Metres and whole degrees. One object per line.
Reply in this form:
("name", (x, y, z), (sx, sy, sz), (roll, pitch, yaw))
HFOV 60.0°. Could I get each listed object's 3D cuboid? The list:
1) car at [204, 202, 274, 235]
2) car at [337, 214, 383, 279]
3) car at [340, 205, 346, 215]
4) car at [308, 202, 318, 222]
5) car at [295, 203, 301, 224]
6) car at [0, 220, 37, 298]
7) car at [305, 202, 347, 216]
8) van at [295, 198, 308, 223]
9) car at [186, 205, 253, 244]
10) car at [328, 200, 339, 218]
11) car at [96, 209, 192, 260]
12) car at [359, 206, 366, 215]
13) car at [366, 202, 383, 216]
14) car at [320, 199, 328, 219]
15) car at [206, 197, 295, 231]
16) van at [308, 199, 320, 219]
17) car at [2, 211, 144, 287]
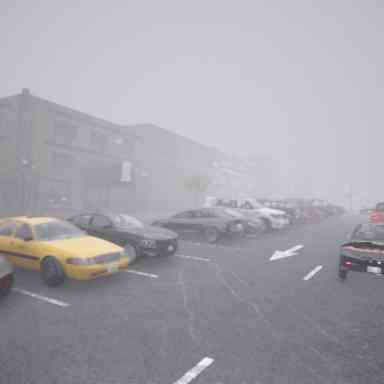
("car", (1.697, 1.578, 18.771), (4.892, 1.521, 2.231), (2, 0, 32))
("car", (5.640, 1.678, 9.934), (2.128, 1.511, 4.902), (2, 0, 33))
("car", (16.659, 1.917, 42.480), (5.566, 2.045, 2.435), (2, -1, 32))
("car", (7.662, 1.803, 28.268), (4.892, 1.521, 2.231), (2, 0, 32))
("car", (4.680, 1.689, 23.522), (5.008, 1.535, 2.097), (2, 0, 32))
("car", (-5.726, 1.354, 6.892), (4.792, 1.488, 2.163), (2, 0, 32))
("car", (18.115, 2.240, 44.864), (4.892, 1.521, 2.231), (2, -1, 32))
("van", (6.282, 1.522, 25.831), (4.442, 1.987, 1.878), (2, 0, 32))
("car", (0.188, 1.552, 16.415), (4.792, 1.488, 2.163), (2, 0, 32))
("car", (12.176, 1.723, 35.367), (5.566, 2.045, 2.435), (2, 0, 32))
("car", (-2.774, 1.419, 11.654), (5.008, 1.535, 2.097), (2, 0, 32))
("car", (24.323, 2.585, 45.883), (1.895, 1.301, 4.718), (2, -1, 33))
("car", (12.987, 1.680, 21.645), (2.150, 2.045, 5.566), (2, 0, 33))
("car", (10.630, 1.788, 33.028), (4.553, 1.767, 2.185), (2, 0, 32))
("car", (3.226, 1.382, 21.131), (5.566, 2.045, 2.435), (2, 0, 32))
("van", (9.068, 1.630, 30.701), (4.442, 1.987, 1.878), (2, 0, 32))
("car", (-4.102, 1.372, 9.182), (5.366, 1.575, 1.946), (2, 0, 32))
